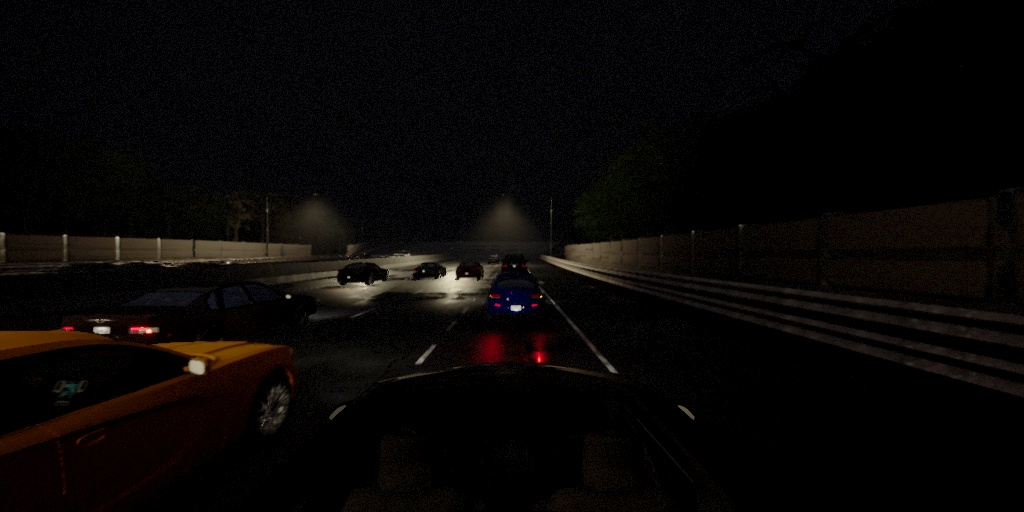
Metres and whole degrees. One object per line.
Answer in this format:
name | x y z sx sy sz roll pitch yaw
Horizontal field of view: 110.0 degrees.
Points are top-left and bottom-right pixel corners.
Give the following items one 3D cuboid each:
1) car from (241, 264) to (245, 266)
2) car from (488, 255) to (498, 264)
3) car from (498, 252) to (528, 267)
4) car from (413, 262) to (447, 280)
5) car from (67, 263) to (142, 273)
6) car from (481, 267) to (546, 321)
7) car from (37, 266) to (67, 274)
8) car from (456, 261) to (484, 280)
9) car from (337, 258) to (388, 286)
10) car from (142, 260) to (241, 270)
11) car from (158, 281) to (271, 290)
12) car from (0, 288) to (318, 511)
car | -31.406 1.120 38.705 1.895 1.301 4.718 0 1 1
car | -3.079 0.530 62.651 2.128 1.511 4.902 0 1 1
car | 0.222 0.857 30.894 2.150 2.045 5.566 0 1 1
car | -6.797 1.193 30.119 2.033 1.411 5.357 0 1 0
car | -24.535 1.190 23.162 1.882 1.535 5.008 0 0 0
car | 0.121 1.278 12.265 1.812 1.442 4.674 0 0 0
car | -28.032 1.216 23.634 1.837 1.490 4.892 0 0 0
car | -3.400 1.131 29.555 1.882 1.535 5.008 0 1 0
car | -10.325 1.174 25.181 1.882 1.535 5.008 0 1 0
car | -21.030 1.215 23.865 1.837 1.490 4.892 0 0 0
car | -6.887 1.299 8.532 2.033 1.411 5.357 0 0 0
car | -3.499 1.229 2.272 1.882 1.535 5.008 0 0 0
